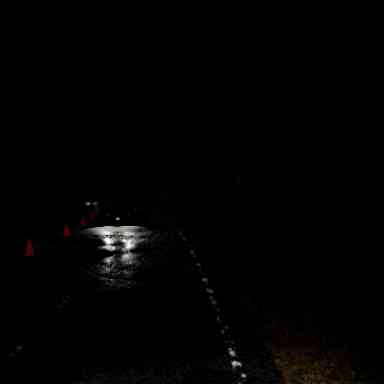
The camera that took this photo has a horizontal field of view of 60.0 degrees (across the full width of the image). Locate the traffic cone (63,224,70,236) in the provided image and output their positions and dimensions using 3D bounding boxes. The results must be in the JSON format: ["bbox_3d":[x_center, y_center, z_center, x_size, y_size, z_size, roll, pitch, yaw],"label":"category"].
[{"bbox_3d":[-6.243,1.882,16.478,0.340,0.580,0.340,0,0,-8],"label":"traffic cone"}]

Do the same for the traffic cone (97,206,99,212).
[{"bbox_3d":[-8.935,1.818,30.952,0.340,0.580,0.340,0,0,-13],"label":"traffic cone"}]

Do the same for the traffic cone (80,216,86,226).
[{"bbox_3d":[-6.979,1.860,21.332,0.340,0.580,0.340,0,0,-10],"label":"traffic cone"}]

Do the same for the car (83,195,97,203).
[{"bbox_3d":[-19.670,1.296,63.683,2.033,1.411,5.357,0,0,-27],"label":"car"}]

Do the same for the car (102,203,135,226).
[{"bbox_3d":[-4.914,1.464,22.454,1.994,1.385,4.181,0,0,-10],"label":"car"}]

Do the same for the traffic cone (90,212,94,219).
[{"bbox_3d":[-7.876,1.839,26.158,0.340,0.580,0.340,0,0,-11],"label":"traffic cone"}]

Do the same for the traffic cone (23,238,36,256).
[{"bbox_3d":[-5.671,1.903,11.602,0.340,0.580,0.340,0,0,-6],"label":"traffic cone"}]
